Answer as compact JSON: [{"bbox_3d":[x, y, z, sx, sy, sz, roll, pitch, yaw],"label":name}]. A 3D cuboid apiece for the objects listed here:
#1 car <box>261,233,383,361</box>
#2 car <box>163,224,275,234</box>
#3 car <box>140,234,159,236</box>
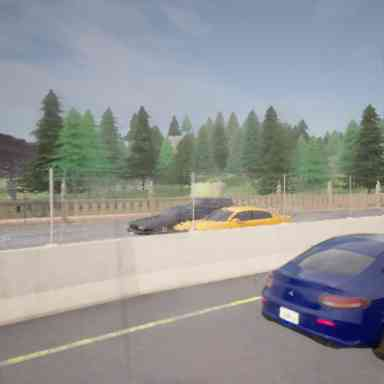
[{"bbox_3d":[3.231,1.440,5.639,4.674,1.442,1.812,-1,1,-32],"label":"car"},{"bbox_3d":[1.660,1.329,13.029,5.008,1.535,1.882,-1,1,-30],"label":"car"},{"bbox_3d":[-0.336,1.387,15.947,5.357,1.411,2.033,-1,1,-30],"label":"car"}]
